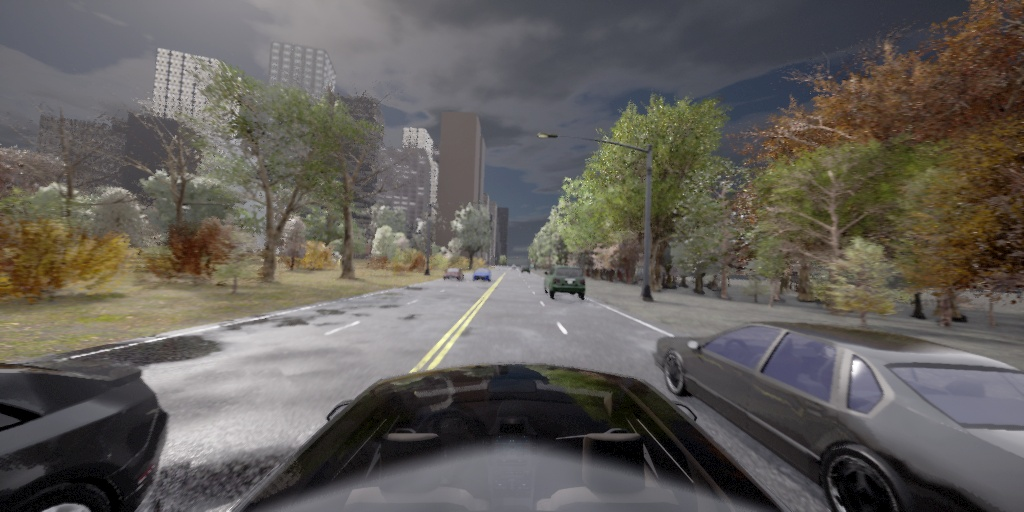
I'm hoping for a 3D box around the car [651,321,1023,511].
[{"bbox_3d":[3.397,1.453,3.900,2.033,1.411,5.357,3,-2,0],"label":"car"}]

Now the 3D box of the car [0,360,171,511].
[{"bbox_3d":[-3.334,1.133,0.464,1.837,1.490,4.892,2,-1,0],"label":"car"}]

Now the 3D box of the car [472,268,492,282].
[{"bbox_3d":[-3.334,2.133,40.744,1.882,1.535,5.008,2,-1,0],"label":"car"}]

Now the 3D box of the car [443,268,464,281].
[{"bbox_3d":[-6.584,2.070,40.715,1.812,1.442,4.674,2,-1,0],"label":"car"}]

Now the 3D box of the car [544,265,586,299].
[{"bbox_3d":[3.384,1.653,23.656,2.150,2.045,5.566,3,-1,0],"label":"car"}]
